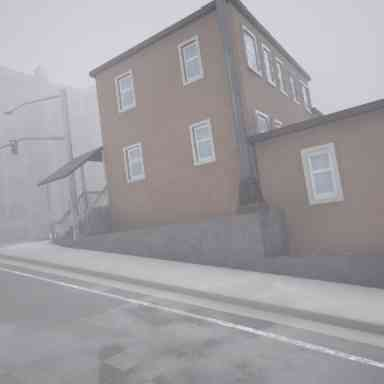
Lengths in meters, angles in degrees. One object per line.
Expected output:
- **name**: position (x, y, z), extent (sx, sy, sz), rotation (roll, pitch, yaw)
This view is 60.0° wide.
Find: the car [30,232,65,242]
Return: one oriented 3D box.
- **car**: position (-11.712, 4.278, 29.080), extent (1.837, 1.490, 4.892), rotation (-12, -11, 35)
